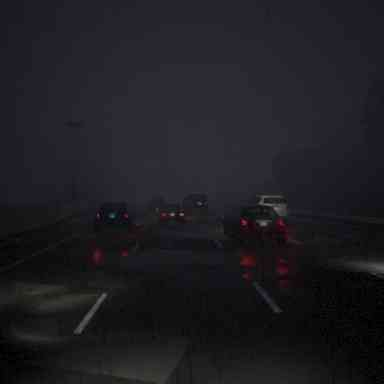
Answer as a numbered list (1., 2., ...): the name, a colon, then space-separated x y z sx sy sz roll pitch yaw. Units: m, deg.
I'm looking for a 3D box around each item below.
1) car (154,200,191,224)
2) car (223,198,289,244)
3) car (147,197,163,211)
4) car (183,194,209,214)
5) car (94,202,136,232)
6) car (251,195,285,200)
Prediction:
1. car: -1.597 1.568 24.816 2.033 1.411 5.357 0 0 -7
2. car: 2.814 1.359 15.951 2.097 1.767 4.553 0 0 -4
3. car: -4.504 1.388 41.793 2.097 1.767 4.553 0 0 -12
4. car: 0.301 1.246 35.590 2.150 2.045 5.566 0 0 -10
5. car: -4.656 1.373 20.648 2.097 1.767 4.553 0 0 -6
6. car: 5.408 1.232 25.158 2.150 2.045 5.566 0 0 -7
